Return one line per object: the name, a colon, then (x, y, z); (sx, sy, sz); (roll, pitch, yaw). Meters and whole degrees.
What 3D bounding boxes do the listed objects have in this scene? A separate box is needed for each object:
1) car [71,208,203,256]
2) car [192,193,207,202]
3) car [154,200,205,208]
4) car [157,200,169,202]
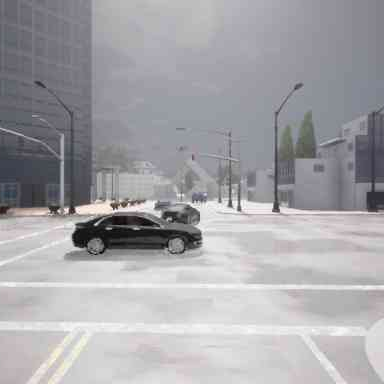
car: (-2.036, 1.520, 12.708); (4.892, 1.490, 1.837); (0, 0, 0)
car: (1.517, 1.221, 69.570); (2.150, 2.045, 5.566); (0, 0, 15)
car: (-0.759, 1.542, 22.918); (1.812, 1.442, 4.674); (1, 0, 17)
car: (-3.615, 1.601, 41.563); (1.895, 1.301, 4.718); (0, 0, 0)
